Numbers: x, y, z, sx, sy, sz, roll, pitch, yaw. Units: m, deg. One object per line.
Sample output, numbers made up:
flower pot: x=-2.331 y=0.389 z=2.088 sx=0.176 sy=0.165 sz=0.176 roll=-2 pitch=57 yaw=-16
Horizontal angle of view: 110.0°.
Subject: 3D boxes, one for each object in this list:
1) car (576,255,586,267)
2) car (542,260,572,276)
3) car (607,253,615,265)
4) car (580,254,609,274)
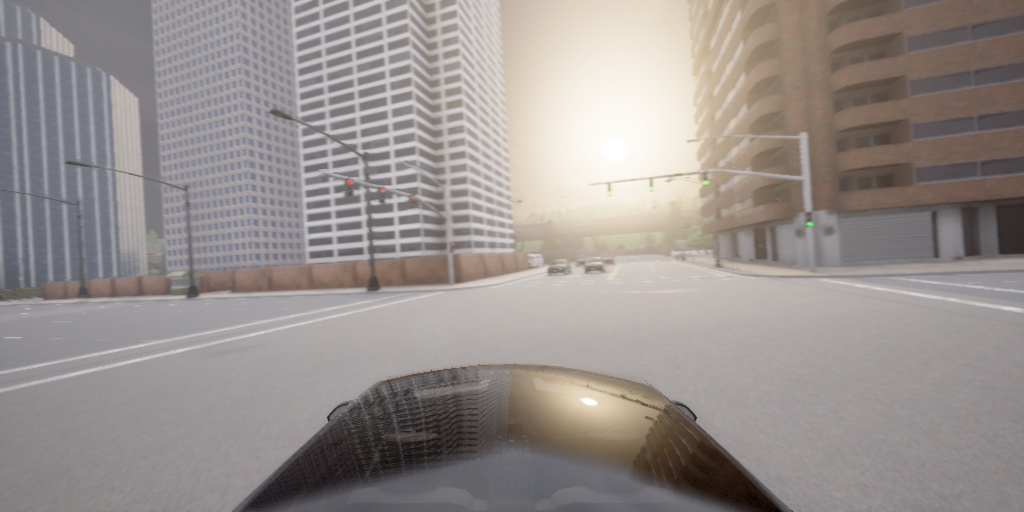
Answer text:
car: x=11.176 y=0.684 z=55.618 sx=2.097 sy=1.767 sz=4.553 roll=-4 pitch=0 yaw=18
car: x=4.825 y=1.133 z=36.318 sx=1.837 sy=1.490 sz=4.892 roll=-4 pitch=0 yaw=18
car: x=14.512 y=0.472 z=54.578 sx=2.097 sy=1.767 sz=4.553 roll=-4 pitch=0 yaw=18
car: x=8.255 y=0.915 z=35.564 sx=1.837 sy=1.490 sz=4.892 roll=-4 pitch=0 yaw=18
